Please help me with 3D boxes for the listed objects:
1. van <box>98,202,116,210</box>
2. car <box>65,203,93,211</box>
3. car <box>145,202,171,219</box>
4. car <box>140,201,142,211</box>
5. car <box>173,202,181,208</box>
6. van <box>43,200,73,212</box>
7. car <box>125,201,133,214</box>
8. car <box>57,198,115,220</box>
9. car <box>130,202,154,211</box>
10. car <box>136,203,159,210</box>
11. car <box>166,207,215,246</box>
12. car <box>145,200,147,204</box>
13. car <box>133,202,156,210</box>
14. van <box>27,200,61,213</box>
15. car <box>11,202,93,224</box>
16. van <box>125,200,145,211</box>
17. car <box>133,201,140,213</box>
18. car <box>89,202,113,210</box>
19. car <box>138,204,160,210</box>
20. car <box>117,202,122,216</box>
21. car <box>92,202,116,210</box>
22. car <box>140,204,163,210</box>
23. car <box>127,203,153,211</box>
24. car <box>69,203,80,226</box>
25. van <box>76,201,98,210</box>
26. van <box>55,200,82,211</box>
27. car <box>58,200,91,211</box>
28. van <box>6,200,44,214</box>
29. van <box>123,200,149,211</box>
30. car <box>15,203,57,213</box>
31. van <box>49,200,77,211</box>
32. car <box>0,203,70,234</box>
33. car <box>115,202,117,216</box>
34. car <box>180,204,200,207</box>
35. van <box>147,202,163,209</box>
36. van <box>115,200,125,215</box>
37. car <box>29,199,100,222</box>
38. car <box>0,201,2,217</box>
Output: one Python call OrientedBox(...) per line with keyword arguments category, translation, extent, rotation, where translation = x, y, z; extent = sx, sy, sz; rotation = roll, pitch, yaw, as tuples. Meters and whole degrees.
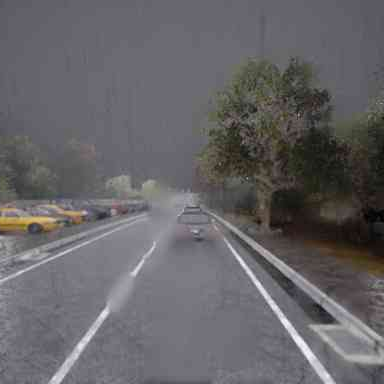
OrientedBox(category="van", translation=(-23.245, 3.797, 91.196), extent=(4.442, 1.987, 1.878), rotation=(0, -2, 0))
OrientedBox(category="car", translation=(-23.372, 3.079, 69.045), extent=(5.008, 1.535, 2.097), rotation=(0, -2, 0))
OrientedBox(category="car", translation=(-3.339, 1.988, 34.443), extent=(1.837, 1.490, 4.892), rotation=(0, -2, 0))
OrientedBox(category="car", translation=(-10.314, 2.408, 49.509), extent=(4.674, 1.452, 2.002), rotation=(0, -2, 0))
OrientedBox(category="car", translation=(-3.261, 3.087, 75.886), extent=(1.837, 1.490, 4.892), rotation=(0, -2, 0))
OrientedBox(category="van", translation=(-23.269, 2.377, 57.851), extent=(4.442, 1.987, 1.878), rotation=(0, -2, 0))
OrientedBox(category="car", translation=(-10.322, 2.147, 41.184), extent=(5.008, 1.535, 2.097), rotation=(0, -2, 0))
OrientedBox(category="car", translation=(-10.296, 1.602, 30.090), extent=(5.566, 2.045, 2.435), rotation=(0, -2, 0))
OrientedBox(category="car", translation=(-10.266, 2.949, 68.915), extent=(4.553, 1.767, 2.185), rotation=(0, -2, 0))
OrientedBox(category="car", translation=(-10.286, 3.430, 77.231), extent=(4.892, 1.521, 2.231), rotation=(0, -2, 0))
OrientedBox(category="car", translation=(0.102, 1.654, 15.862), extent=(2.033, 1.411, 5.357), rotation=(0, -1, 0))
OrientedBox(category="car", translation=(-10.336, 2.544, 55.065), extent=(4.792, 1.488, 2.163), rotation=(0, -2, 0))
OrientedBox(category="car", translation=(-10.265, 3.067, 71.689), extent=(4.553, 1.767, 2.185), rotation=(0, -2, 0))
OrientedBox(category="van", translation=(-23.272, 2.219, 52.462), extent=(4.442, 1.987, 1.878), rotation=(0, -2, 0))
OrientedBox(category="car", translation=(-10.335, 1.716, 24.536), extent=(5.008, 1.535, 2.097), rotation=(0, -1, 0))
OrientedBox(category="van", translation=(-10.192, 2.215, 52.291), extent=(4.442, 1.987, 1.878), rotation=(0, -2, 0))
OrientedBox(category="car", translation=(-10.283, 2.323, 46.732), extent=(4.792, 1.488, 2.163), rotation=(0, -2, 0))
OrientedBox(category="car", translation=(-23.338, 3.536, 85.663), extent=(5.566, 2.045, 2.435), rotation=(0, -2, 0))
OrientedBox(category="car", translation=(-10.297, 3.548, 80.005), extent=(4.892, 1.521, 2.231), rotation=(0, -2, 0))
OrientedBox(category="car", translation=(-10.323, 2.040, 35.632), extent=(4.674, 1.452, 2.002), rotation=(0, -2, 0))
OrientedBox(category="car", translation=(-23.336, 3.653, 88.430), extent=(5.566, 2.045, 2.435), rotation=(0, -2, 0))
OrientedBox(category="car", translation=(-10.103, 3.662, 82.778), extent=(5.366, 1.575, 1.946), rotation=(0, -2, 0))
OrientedBox(category="car", translation=(-10.294, 2.956, 66.136), extent=(5.008, 1.535, 2.097), rotation=(0, -2, 0))
OrientedBox(category="car", translation=(-10.336, 1.660, 21.765), extent=(4.892, 1.521, 2.231), rotation=(0, -1, 0))
OrientedBox(category="van", translation=(-23.490, 3.084, 74.465), extent=(4.442, 1.987, 1.878), rotation=(0, -2, 0))
OrientedBox(category="van", translation=(-23.498, 2.613, 63.394), extent=(4.442, 1.987, 1.878), rotation=(0, -2, 0))
OrientedBox(category="car", translation=(-23.351, 2.705, 66.163), extent=(5.566, 2.045, 2.435), rotation=(0, -2, 0))
OrientedBox(category="van", translation=(-23.510, 2.072, 46.924), extent=(4.442, 1.987, 1.878), rotation=(0, -2, 0))
OrientedBox(category="van", translation=(-10.187, 2.495, 60.598), extent=(4.442, 1.987, 1.878), rotation=(0, -2, 0))
OrientedBox(category="car", translation=(-23.206, 2.368, 49.688), extent=(5.366, 1.575, 1.946), rotation=(0, -2, 0))
OrientedBox(category="van", translation=(-23.500, 2.500, 60.751), extent=(4.442, 1.987, 1.878), rotation=(0, -2, 0))
OrientedBox(category="car", translation=(-10.146, 1.606, 18.996), extent=(5.366, 1.575, 1.946), rotation=(0, -1, 0))
OrientedBox(category="car", translation=(-10.352, 1.956, 32.858), extent=(4.792, 1.488, 2.163), rotation=(0, -2, 0))
OrientedBox(category="car", translation=(0.106, 2.017, 36.100), extent=(2.128, 1.511, 4.902), rotation=(0, -2, 0))
OrientedBox(category="van", translation=(-10.397, 3.912, 93.882), extent=(4.442, 1.987, 1.878), rotation=(0, -2, 0))
OrientedBox(category="van", translation=(-10.435, 1.848, 38.415), extent=(4.442, 1.987, 1.878), rotation=(0, -2, 0))
OrientedBox(category="car", translation=(-10.358, 1.657, 27.316), extent=(4.553, 1.767, 2.185), rotation=(0, -2, 0))
OrientedBox(category="car", translation=(-23.369, 1.879, 35.844), extent=(4.553, 1.767, 2.185), rotation=(0, -2, 0))
